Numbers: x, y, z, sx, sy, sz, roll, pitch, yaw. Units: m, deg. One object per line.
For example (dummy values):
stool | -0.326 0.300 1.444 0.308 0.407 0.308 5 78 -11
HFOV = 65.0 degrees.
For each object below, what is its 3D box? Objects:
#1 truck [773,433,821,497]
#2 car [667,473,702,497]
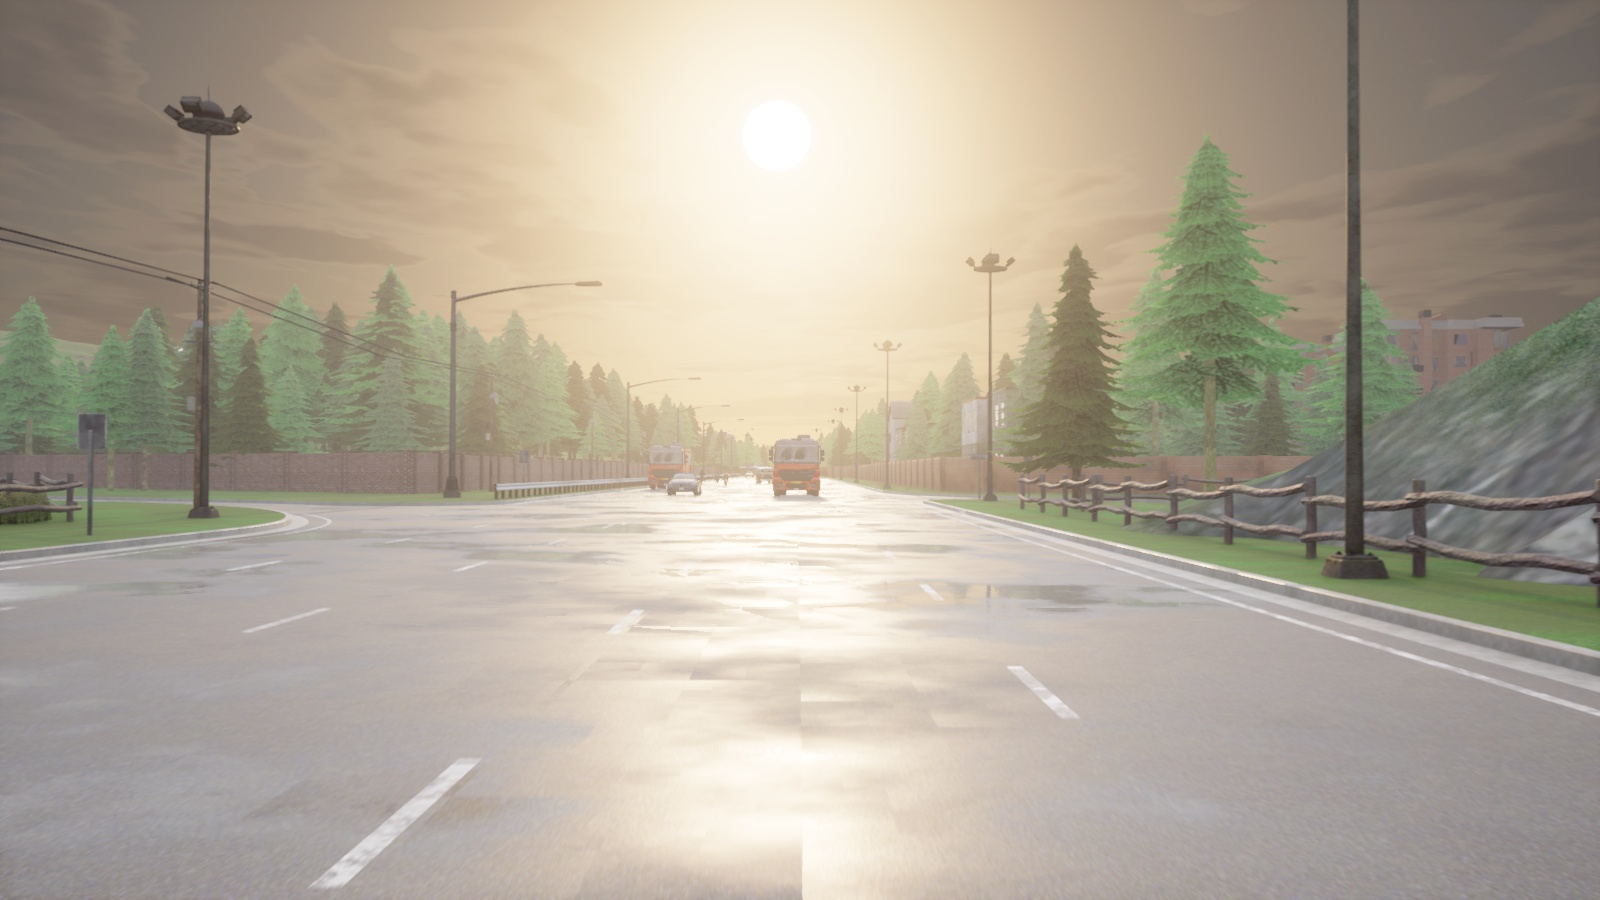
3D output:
truck | -0.201 0.978 79.265 2.891 3.827 8.468 0 -1 0
car | -7.194 2.186 78.646 1.812 1.442 4.674 0 -1 0
